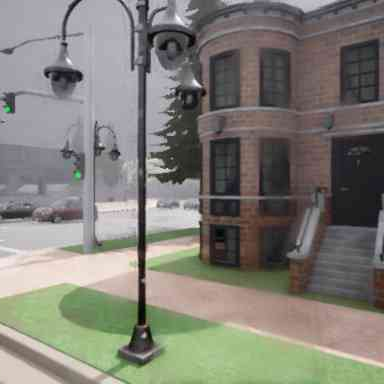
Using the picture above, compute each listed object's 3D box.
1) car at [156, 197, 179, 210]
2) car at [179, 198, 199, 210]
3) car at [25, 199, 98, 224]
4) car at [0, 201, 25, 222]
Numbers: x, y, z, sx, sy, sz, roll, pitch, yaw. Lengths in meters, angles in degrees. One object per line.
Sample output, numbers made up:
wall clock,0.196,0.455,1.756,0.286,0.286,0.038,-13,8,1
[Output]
car,-2.959,1.410,42.268,2.128,1.511,4.902,0,0,16
car,0.312,1.454,41.022,1.812,1.442,4.674,0,0,16
car,-9.052,1.293,23.950,2.097,1.767,4.553,0,0,34
car,-13.084,1.418,24.264,2.128,1.511,4.902,0,0,35
